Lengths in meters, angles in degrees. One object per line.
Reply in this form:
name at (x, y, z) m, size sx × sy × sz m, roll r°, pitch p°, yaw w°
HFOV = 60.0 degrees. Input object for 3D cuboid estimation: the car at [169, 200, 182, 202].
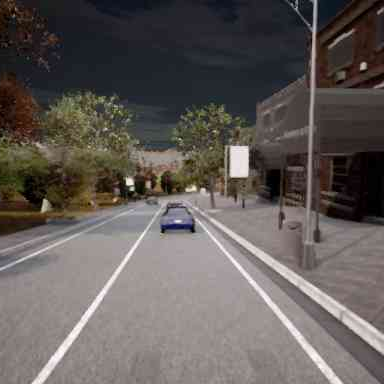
car at (-2.022, 1.573, 39.783) m, size 1.895 × 1.301 × 4.718 m, roll 0°, pitch 0°, yaw -3°

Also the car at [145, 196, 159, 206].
car at (-6.581, 1.497, 55.056) m, size 1.837 × 1.490 × 4.892 m, roll 0°, pitch 0°, yaw -3°

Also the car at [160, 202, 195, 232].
car at (-0.869, 1.544, 19.939) m, size 1.994 × 1.385 × 4.181 m, roll 0°, pitch 0°, yaw -3°
